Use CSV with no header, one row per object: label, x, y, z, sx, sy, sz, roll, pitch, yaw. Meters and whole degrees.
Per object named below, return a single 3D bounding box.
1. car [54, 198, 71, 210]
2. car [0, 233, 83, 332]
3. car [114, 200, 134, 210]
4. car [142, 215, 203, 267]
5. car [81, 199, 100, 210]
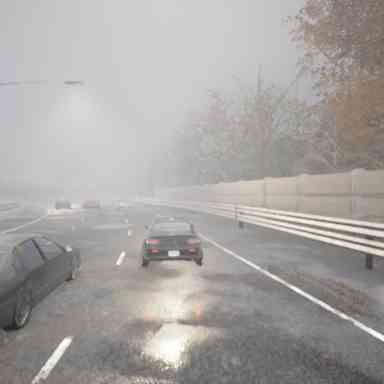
car,-17.743,1.572,45.542,2.128,1.511,4.902,0,0,-26
car,-3.759,1.564,6.749,2.033,1.411,5.357,0,0,-4
car,-8.981,1.648,43.584,1.895,1.301,4.718,0,0,-20
car,-0.721,1.532,11.454,1.812,1.442,4.674,0,0,-5
car,-13.870,1.630,45.514,1.994,1.385,4.181,0,0,-25
